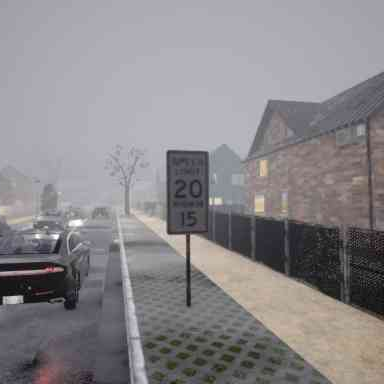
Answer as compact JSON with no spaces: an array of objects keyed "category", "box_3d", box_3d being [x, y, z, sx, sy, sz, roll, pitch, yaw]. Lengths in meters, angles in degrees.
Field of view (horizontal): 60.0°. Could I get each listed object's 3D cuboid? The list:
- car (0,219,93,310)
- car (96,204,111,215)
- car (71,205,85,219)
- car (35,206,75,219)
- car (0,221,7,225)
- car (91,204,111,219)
[{"category":"car","box_3d":[-3.509,1.626,7.893,2.128,1.511,4.902,0,-1,-13]},{"category":"car","box_3d":[-12.663,2.457,47.760,1.882,1.535,5.008,0,-1,-13]},{"category":"car","box_3d":[-13.128,2.249,37.299,2.128,1.511,4.902,0,-1,-12]},{"category":"car","box_3d":[-10.290,2.035,24.719,2.033,1.411,5.357,0,-1,-12]},{"category":"car","box_3d":[-7.104,1.709,10.819,1.837,1.490,4.892,0,-1,-13]},{"category":"car","box_3d":[-10.315,2.260,37.739,1.837,1.490,4.892,0,-1,-13]}]
